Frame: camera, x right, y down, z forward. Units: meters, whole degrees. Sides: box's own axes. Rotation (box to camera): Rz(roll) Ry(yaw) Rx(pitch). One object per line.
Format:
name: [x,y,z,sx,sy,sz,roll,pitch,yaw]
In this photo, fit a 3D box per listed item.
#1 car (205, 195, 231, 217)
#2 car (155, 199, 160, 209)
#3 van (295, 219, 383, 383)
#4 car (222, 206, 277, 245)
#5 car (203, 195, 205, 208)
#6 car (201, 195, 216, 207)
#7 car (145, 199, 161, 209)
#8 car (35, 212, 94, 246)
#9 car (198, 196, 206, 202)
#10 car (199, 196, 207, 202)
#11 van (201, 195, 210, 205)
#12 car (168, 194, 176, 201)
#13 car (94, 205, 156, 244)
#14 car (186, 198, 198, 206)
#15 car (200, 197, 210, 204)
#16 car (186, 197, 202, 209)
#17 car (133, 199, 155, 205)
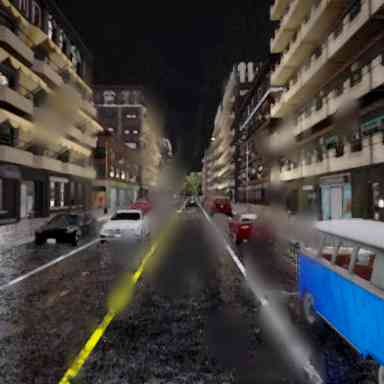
car: [2.691,1.418,32.319,2.192,1.841,5.009,1,0,0]
car: [-5.697,1.720,43.497,1.802,1.307,4.206,1,0,0]
van: [2.702,1.356,4.465,1.690,1.788,3.998,1,0,0]
car: [2.695,1.595,15.605,1.887,1.381,4.507,1,0,0]
car: [2.689,1.436,37.890,2.192,1.841,5.009,1,0,0]
car: [2.682,1.490,54.604,2.192,1.841,5.009,1,0,0]
car: [-5.700,1.738,49.068,1.802,1.307,4.206,1,0,0]
car: [-5.686,1.615,15.641,1.947,1.339,4.313,1,0,0]
car: [2.665,1.866,88.030,1.802,1.307,4.206,1,0,0]
car: [2.668,1.792,82.628,1.752,1.417,4.829,1,0,0]
van: [2.677,1.552,65.745,1.690,1.788,3.998,1,0,0]
car: [-5.717,1.868,93.637,1.947,1.339,4.313,1,0,0]
car: [-3.062,1.576,16.159,1.812,1.442,4.674,0,0,0]
car: [-0.024,1.737,59.288,2.033,1.411,5.357,0,0,0]
car: [2.672,1.780,71.316,2.008,1.369,4.403,1,0,0]
car: [-0.020,1.704,48.982,2.033,1.411,5.357,0,0,0]
car: [-5.695,1.664,37.926,1.887,1.381,4.507,1,0,0]
